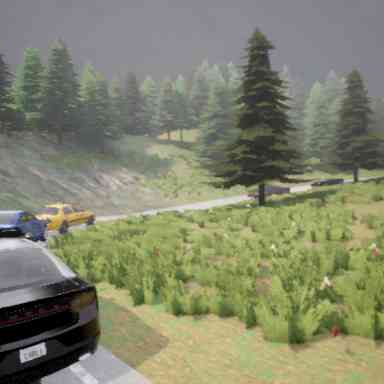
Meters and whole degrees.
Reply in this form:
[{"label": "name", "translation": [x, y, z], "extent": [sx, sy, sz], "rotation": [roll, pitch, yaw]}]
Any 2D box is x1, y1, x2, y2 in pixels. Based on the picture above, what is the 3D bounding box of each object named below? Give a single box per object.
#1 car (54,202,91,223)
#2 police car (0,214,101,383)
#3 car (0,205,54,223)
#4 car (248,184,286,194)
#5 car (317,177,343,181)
[{"label": "car", "translation": [-7.029, 1.324, 18.056], "extent": [1.801, 1.575, 5.366], "rotation": [-1, 1, 9]}, {"label": "police car", "translation": [-3.317, 1.412, 5.247], "extent": [1.930, 1.638, 5.238], "rotation": [-2, 1, -42]}, {"label": "car", "translation": [-7.006, 1.435, 12.756], "extent": [1.882, 1.535, 5.008], "rotation": [-2, 1, -10]}, {"label": "car", "translation": [8.589, -0.137, 37.282], "extent": [5.357, 1.411, 2.033], "rotation": [-8, 4, -33]}, {"label": "car", "translation": [17.390, -1.319, 42.831], "extent": [4.718, 1.301, 1.895], "rotation": [-8, 4, -30]}]
